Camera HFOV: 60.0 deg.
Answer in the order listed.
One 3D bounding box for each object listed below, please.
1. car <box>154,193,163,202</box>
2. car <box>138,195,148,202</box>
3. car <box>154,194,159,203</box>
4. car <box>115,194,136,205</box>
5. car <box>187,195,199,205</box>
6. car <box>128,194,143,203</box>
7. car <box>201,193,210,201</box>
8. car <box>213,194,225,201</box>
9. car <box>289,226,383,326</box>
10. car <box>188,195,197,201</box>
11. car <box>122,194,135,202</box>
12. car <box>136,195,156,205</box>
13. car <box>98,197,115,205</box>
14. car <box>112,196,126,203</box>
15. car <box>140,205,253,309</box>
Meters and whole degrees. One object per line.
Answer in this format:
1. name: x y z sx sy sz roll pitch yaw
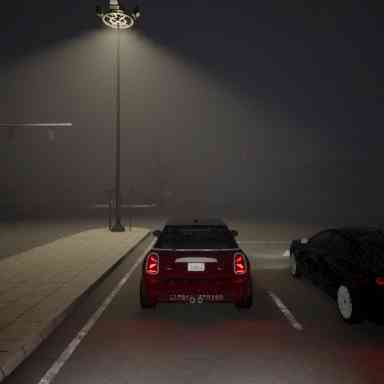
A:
1. car: -7.841 1.225 76.648 2.150 2.045 5.566 0 0 0
2. car: -11.340 1.524 77.093 1.812 1.442 4.674 0 0 0
3. car: -7.891 1.601 66.077 1.895 1.301 4.718 0 0 1
4. car: -11.451 1.478 58.138 1.882 1.535 5.008 0 0 0
5. car: 0.114 1.478 54.925 1.882 1.535 5.008 0 0 0
6. car: -11.378 1.352 67.174 2.097 1.767 4.553 0 0 1
7. car: 3.679 1.546 85.944 1.994 1.385 4.181 0 0 0
8. car: 7.179 1.348 85.907 2.097 1.767 4.553 0 0 0
9. car: 3.578 1.478 7.166 1.882 1.535 5.008 0 0 0
10. car: 0.178 1.516 85.535 2.128 1.511 4.902 0 0 0
11. car: -14.838 1.355 78.017 2.097 1.767 4.553 0 0 0
12. car: -7.958 1.564 57.323 1.994 1.385 4.181 0 0 0
13. car: -14.948 1.564 58.332 1.994 1.385 4.181 0 0 0
14. car: -14.859 1.564 68.028 1.994 1.385 4.181 0 0 0
15. car: 0.083 1.352 8.042 2.097 1.767 4.553 0 0 0
